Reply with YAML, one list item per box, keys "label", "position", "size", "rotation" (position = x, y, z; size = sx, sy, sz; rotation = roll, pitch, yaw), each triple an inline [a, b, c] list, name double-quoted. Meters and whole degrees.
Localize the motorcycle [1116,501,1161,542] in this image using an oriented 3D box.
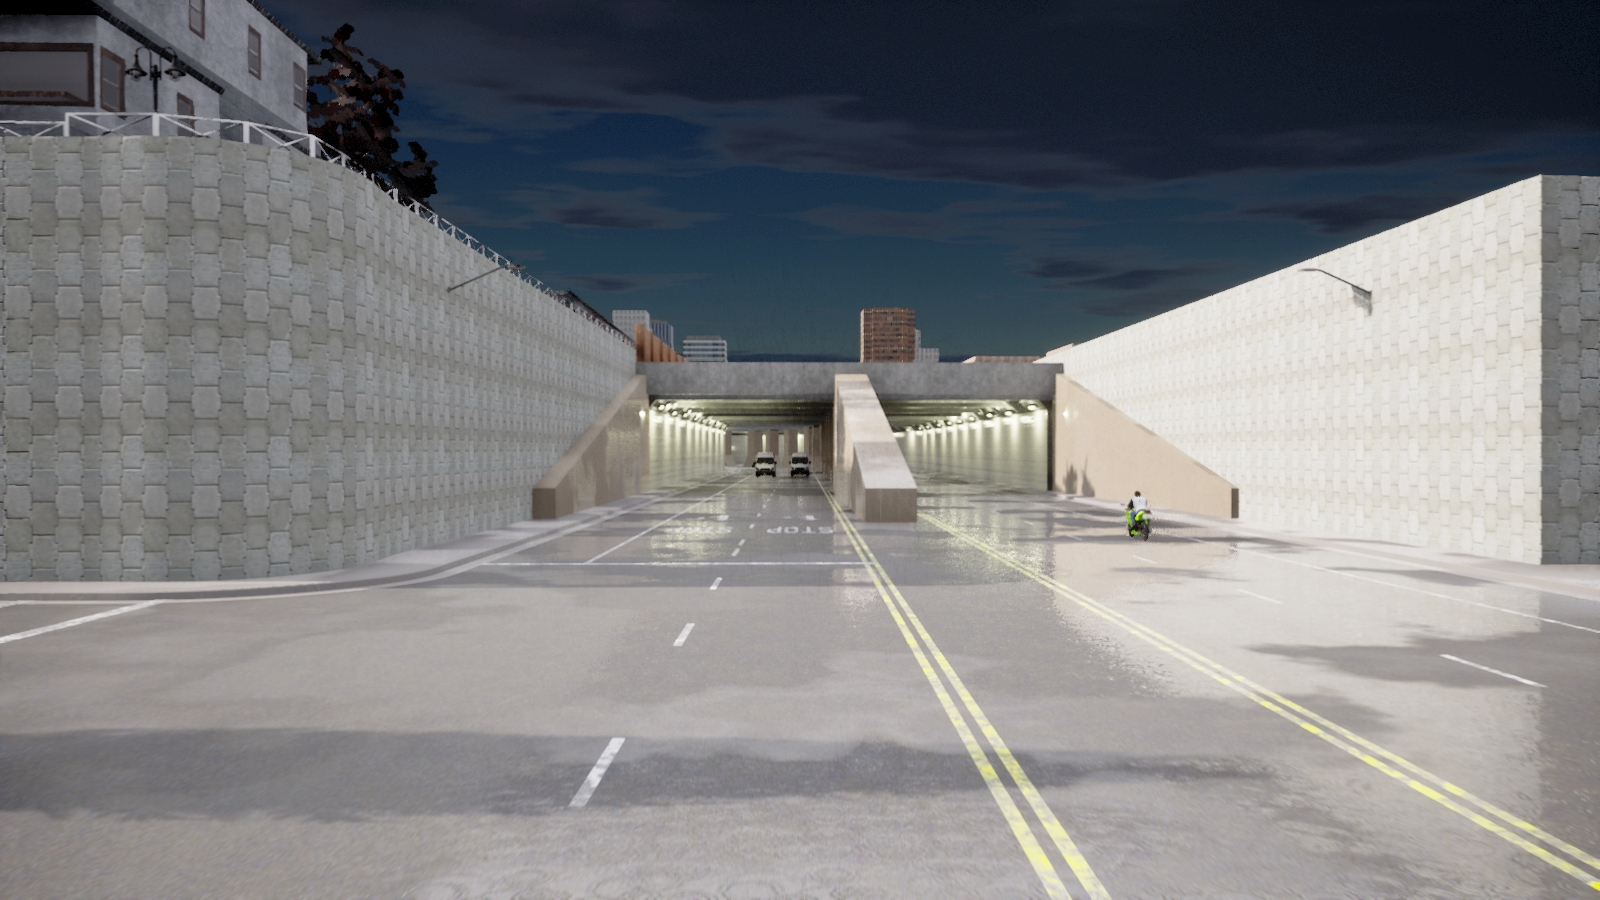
- label: "motorcycle"
  position: [10.481, 2.204, 35.449]
  size: [0.803, 1.145, 2.033]
  rotation: [0, 0, 0]
